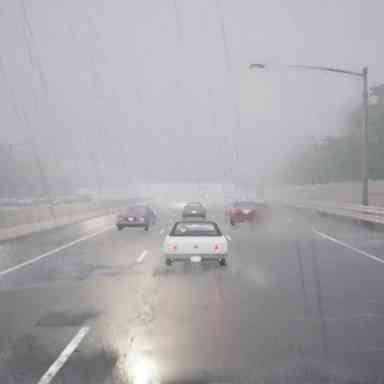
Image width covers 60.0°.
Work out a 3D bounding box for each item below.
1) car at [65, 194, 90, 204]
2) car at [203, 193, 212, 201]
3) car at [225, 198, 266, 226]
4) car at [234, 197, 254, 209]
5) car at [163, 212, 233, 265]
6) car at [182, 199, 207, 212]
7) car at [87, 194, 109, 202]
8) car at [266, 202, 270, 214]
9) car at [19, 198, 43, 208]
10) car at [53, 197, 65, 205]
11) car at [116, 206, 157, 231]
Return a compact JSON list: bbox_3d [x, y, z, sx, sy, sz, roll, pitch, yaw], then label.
[{"bbox_3d":[-17.274,1.279,52.080,2.150,2.045,5.566,0,0,1],"label":"car"},{"bbox_3d":[4.339,1.632,90.550,1.882,1.535,5.008,0,0,1],"label":"car"},{"bbox_3d":[3.559,1.358,23.805,2.097,1.767,4.553,0,0,0],"label":"car"},{"bbox_3d":[7.243,1.541,46.837,2.128,1.511,4.902,0,0,1],"label":"car"},{"bbox_3d":[0.115,1.601,11.599,1.895,1.301,4.718,0,0,0],"label":"car"},{"bbox_3d":[0.188,1.576,28.828,1.994,1.385,4.181,0,0,0],"label":"car"},{"bbox_3d":[-13.799,1.533,50.466,1.882,1.535,5.008,0,0,1],"label":"car"},{"bbox_3d":[6.987,1.501,35.356,1.882,1.535,5.008,0,0,2],"label":"car"},{"bbox_3d":[-24.295,1.617,50.190,1.994,1.385,4.181,0,0,1],"label":"car"},{"bbox_3d":[-20.749,1.567,53.877,1.837,1.490,4.892,0,0,1],"label":"car"},{"bbox_3d":[-3.352,1.551,20.749,2.033,1.411,5.357,0,0,0],"label":"car"}]
